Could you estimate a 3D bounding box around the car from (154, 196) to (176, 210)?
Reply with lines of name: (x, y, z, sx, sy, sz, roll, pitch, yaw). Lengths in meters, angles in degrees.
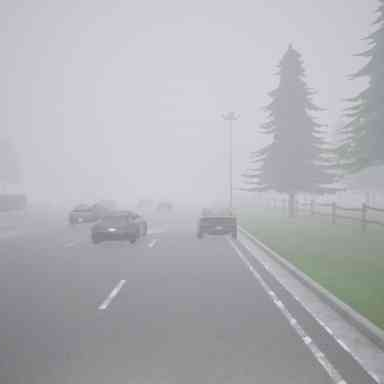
car: (-3.367, 1.570, 42.506, 1.812, 1.442, 4.674, 0, 0, 0)

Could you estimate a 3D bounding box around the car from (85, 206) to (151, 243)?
car: (-3.383, 1.581, 16.097, 1.994, 1.385, 4.181, 0, 0, 0)

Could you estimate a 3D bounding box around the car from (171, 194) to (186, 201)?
car: (-3.407, 1.615, 84.877, 2.128, 1.511, 4.902, 0, 0, 0)

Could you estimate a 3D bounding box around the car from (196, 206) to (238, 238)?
car: (1.244, 1.497, 17.727, 1.882, 1.535, 5.008, 0, 0, 0)

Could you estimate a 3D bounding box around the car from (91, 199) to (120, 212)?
car: (-10.354, 1.590, 40.173, 2.033, 1.411, 5.357, 0, 0, 0)

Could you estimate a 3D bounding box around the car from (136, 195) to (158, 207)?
car: (-6.845, 1.545, 49.902, 2.128, 1.511, 4.902, 0, 0, 0)

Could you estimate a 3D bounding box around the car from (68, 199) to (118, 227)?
car: (-6.874, 1.516, 22.904, 2.128, 1.511, 4.902, 0, 0, 0)

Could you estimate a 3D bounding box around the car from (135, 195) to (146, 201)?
car: (-13.901, 1.621, 90.366, 2.128, 1.511, 4.902, 0, 0, 0)
